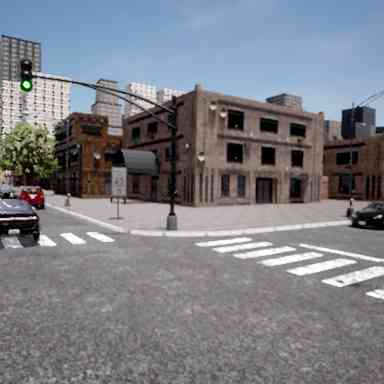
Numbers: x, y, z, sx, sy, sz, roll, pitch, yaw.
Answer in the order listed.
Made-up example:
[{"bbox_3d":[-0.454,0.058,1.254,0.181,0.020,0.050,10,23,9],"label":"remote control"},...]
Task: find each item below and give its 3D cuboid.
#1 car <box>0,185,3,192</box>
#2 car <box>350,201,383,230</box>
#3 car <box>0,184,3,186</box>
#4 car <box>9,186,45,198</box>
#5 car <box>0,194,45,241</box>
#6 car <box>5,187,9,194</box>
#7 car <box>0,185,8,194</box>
[{"bbox_3d":[-40.706,-0.797,69.475,1.752,1.417,4.829,0,1,-33],"label":"car"},{"bbox_3d":[10.392,1.184,17.908,4.313,1.339,1.947,0,2,-33],"label":"car"},{"bbox_3d":[-25.583,0.019,46.167,2.008,1.369,4.403,0,1,-33],"label":"car"},{"bbox_3d":[-13.553,0.428,27.629,2.192,1.841,5.009,1,1,-33],"label":"car"},{"bbox_3d":[-7.293,1.047,13.217,2.128,1.511,4.902,0,1,-33],"label":"car"},{"bbox_3d":[-16.565,0.516,32.267,1.947,1.339,4.313,1,1,-33],"label":"car"},{"bbox_3d":[-22.577,0.194,41.534,1.947,1.339,4.313,0,1,-33],"label":"car"}]
